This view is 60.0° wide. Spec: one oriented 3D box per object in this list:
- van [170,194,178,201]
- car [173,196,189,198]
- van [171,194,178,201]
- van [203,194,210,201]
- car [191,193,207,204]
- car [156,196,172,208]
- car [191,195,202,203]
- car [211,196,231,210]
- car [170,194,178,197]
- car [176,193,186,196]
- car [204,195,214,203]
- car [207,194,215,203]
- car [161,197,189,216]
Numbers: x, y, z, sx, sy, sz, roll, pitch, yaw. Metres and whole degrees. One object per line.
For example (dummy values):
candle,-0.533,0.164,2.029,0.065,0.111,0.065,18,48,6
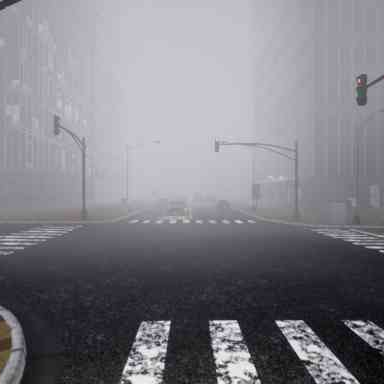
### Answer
van,-4.414,1.321,80.448,1.690,1.788,3.998,0,0,0
car,-1.724,1.609,50.574,1.895,1.301,4.718,0,0,0
van,-4.454,1.315,85.976,1.690,1.788,3.998,0,0,0
van,3.466,1.321,80.506,1.690,1.788,3.998,0,0,0
car,1.131,1.220,62.811,2.150,2.045,5.566,0,0,0
car,-4.171,1.592,47.283,1.802,1.307,4.206,0,0,0
car,0.957,1.512,73.157,2.128,1.511,4.902,0,0,0
car,3.799,1.579,41.815,1.947,1.339,4.313,0,0,0
car,-4.292,1.564,63.866,1.947,1.339,4.313,0,0,0
car,-1.754,1.412,67.595,2.097,1.767,4.553,0,0,0
car,3.548,1.432,69.452,1.967,1.590,4.097,0,0,0
car,3.588,1.313,63.923,2.192,1.841,5.009,0,0,0
car,-1.604,1.564,33.520,2.033,1.411,5.357,0,0,0
